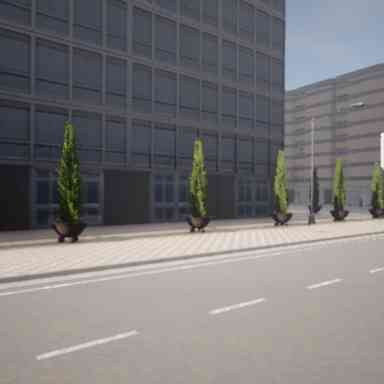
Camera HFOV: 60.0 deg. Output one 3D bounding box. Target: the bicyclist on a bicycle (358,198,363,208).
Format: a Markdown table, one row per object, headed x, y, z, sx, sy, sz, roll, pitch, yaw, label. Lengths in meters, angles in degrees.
| x | y | z | sx | sy | sz | roll | pitch | yaw | label |
| --- | --- | --- | --- | --- | --- | --- | --- | --- | --- |
| 26.988 | 1.741 | 53.252 | 1.656 | 1.620 | 0.582 | 0 | 0 | -35 | bicyclist on a bicycle |
